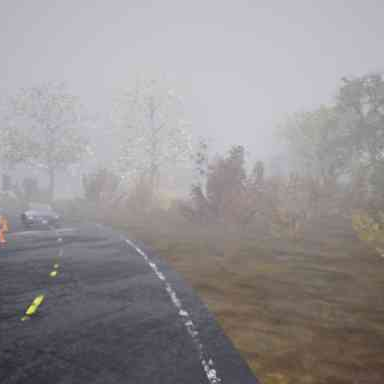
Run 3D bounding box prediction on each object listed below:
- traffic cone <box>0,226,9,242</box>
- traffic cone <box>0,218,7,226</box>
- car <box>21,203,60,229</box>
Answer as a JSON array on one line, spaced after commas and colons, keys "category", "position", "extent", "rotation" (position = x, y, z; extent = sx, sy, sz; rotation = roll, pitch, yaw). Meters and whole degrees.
[{"category": "traffic cone", "position": [-8.651, 1.952, 15.087], "extent": [0.340, 0.580, 0.340], "rotation": [-1, 1, -24]}, {"category": "traffic cone", "position": [-10.822, 1.930, 19.330], "extent": [0.340, 0.580, 0.340], "rotation": [-1, 1, -30]}, {"category": "car", "position": [-9.812, 1.466, 21.382], "extent": [1.812, 1.442, 4.674], "rotation": [-1, 1, -32]}]
